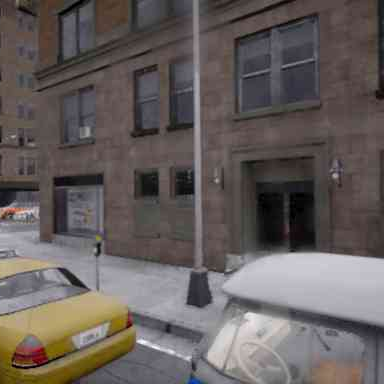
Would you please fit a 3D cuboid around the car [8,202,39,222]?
[{"bbox_3d":[-13.093,1.793,29.137,1.812,1.442,4.674,-1,-1,36],"label":"car"}]

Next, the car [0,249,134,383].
[{"bbox_3d":[-2.984,1.550,4.986,4.829,1.417,1.752,0,-1,36],"label":"car"}]

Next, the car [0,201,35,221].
[{"bbox_3d":[-15.951,1.664,30.731,2.097,1.767,4.553,-1,-1,36],"label":"car"}]

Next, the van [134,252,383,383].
[{"bbox_3d":[1.774,1.338,1.594,3.998,1.788,1.690,0,-1,36],"label":"van"}]
